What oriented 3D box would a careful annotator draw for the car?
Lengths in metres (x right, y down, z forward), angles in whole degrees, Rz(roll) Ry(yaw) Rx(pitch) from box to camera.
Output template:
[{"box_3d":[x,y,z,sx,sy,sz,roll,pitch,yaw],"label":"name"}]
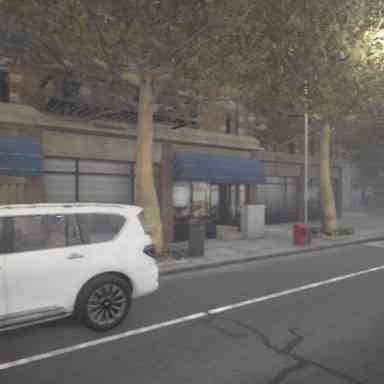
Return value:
[{"box_3d":[-3.215,1.230,5.327,5.566,2.045,2.435,0,0,-36],"label":"car"}]
